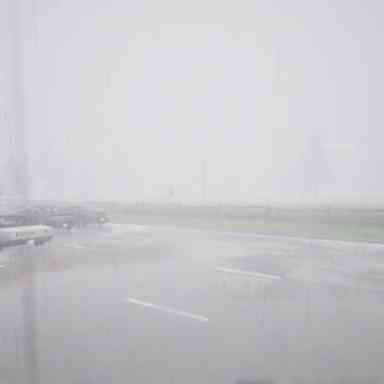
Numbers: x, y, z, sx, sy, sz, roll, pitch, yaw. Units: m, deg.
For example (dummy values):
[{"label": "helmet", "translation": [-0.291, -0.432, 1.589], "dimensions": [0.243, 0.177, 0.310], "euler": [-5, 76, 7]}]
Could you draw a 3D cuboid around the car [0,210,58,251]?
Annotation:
[{"label": "car", "translation": [-7.953, 1.606, 13.939], "dimensions": [4.718, 1.301, 1.895], "euler": [0, 0, 35]}]

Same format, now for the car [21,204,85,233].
[{"label": "car", "translation": [-8.592, 1.498, 18.596], "dimensions": [4.902, 1.511, 2.128], "euler": [0, 0, 34]}]

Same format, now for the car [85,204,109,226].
[{"label": "car", "translation": [-7.566, 1.533, 22.104], "dimensions": [4.674, 1.442, 1.812], "euler": [0, 0, 33]}]
